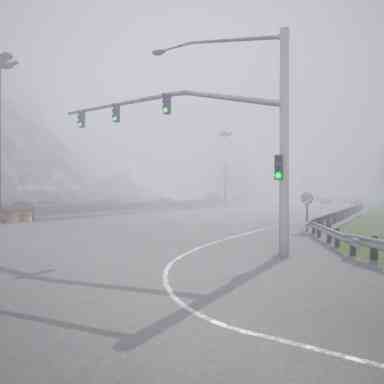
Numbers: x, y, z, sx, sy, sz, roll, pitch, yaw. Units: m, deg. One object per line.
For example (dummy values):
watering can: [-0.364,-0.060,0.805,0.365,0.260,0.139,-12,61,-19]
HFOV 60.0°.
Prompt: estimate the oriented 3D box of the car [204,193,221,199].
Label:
car: [4.137,1.163,64.972,2.150,2.045,5.566,0,0,22]

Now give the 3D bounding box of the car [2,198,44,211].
car: [-16.218,1.501,30.288,1.994,1.385,4.181,0,0,33]

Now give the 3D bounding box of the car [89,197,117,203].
car: [-10.791,1.540,38.800,1.895,1.301,4.718,0,0,33]

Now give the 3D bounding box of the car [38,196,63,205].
car: [-19.676,1.270,44.398,2.097,1.767,4.553,0,0,32]

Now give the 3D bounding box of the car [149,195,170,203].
car: [-6.434,1.415,66.767,2.128,1.511,4.902,0,0,24]

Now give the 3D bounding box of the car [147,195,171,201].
car: [-4.877,1.433,48.174,2.128,1.511,4.902,0,0,32]

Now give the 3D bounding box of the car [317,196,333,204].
car: [25.604,1.549,63.310,1.994,1.385,4.181,0,0,16]

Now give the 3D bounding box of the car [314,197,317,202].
car: [28.159,1.520,72.898,2.033,1.411,5.357,0,0,7]
